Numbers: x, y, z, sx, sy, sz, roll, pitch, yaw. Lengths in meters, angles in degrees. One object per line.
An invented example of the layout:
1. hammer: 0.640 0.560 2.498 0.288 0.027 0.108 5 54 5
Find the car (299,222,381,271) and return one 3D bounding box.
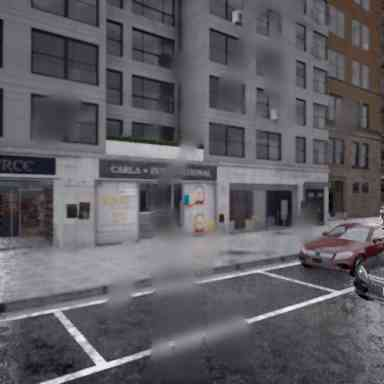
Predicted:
1. car: 5.063 1.605 10.142 4.206 1.307 1.802 0 0 -35

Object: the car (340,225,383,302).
1. car: 5.440 1.545 7.250 4.674 1.442 1.812 0 0 -35
